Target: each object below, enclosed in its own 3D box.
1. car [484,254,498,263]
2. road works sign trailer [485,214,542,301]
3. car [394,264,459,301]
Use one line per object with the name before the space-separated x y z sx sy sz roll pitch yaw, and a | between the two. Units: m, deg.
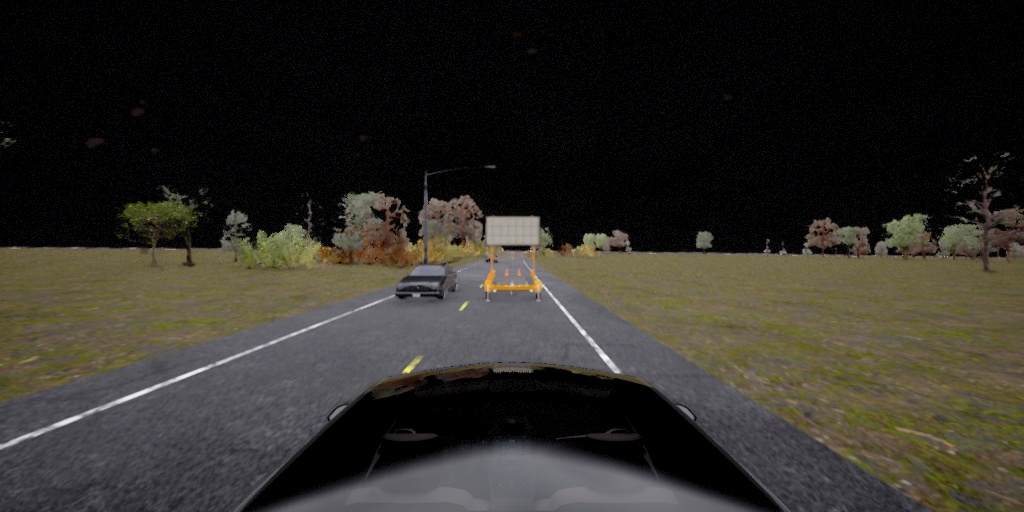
car | -3.238 0.353 57.206 1.837 1.490 4.892 0 1 1
road works sign trailer | 0.036 -0.014 15.593 2.380 3.560 2.880 0 0 -1
car | -3.574 1.060 16.082 2.033 1.411 5.357 0 1 0
